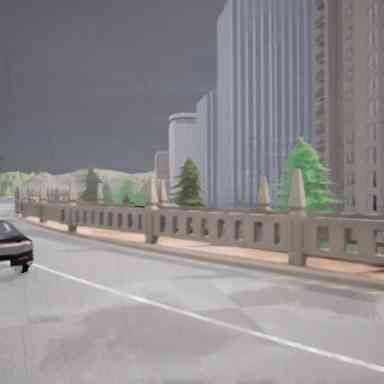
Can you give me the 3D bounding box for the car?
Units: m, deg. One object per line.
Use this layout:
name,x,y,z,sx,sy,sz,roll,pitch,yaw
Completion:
car,-6.252,1.500,9.548,4.902,1.511,2.128,0,0,43
